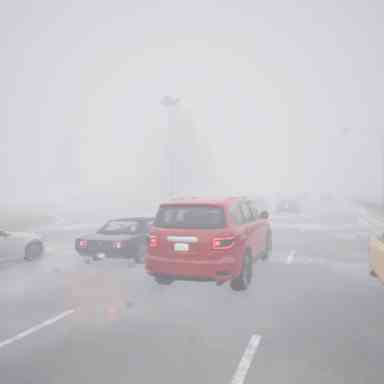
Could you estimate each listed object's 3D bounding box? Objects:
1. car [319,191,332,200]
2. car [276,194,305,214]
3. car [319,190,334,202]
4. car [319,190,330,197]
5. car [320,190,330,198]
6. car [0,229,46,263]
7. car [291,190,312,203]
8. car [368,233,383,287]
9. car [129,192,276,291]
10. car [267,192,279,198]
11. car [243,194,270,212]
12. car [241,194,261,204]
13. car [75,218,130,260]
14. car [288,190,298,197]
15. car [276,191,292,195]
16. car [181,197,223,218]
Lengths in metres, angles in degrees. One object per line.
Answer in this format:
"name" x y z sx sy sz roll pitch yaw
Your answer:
"car" 23.839 0.641 59.498 1.994 1.385 4.181 -1 0 21
"car" 8.587 1.176 29.400 1.994 1.385 4.181 -1 0 21
"car" 20.379 0.777 50.526 1.994 1.385 4.181 -1 0 21
"car" 30.003 0.249 75.488 2.128 1.511 4.902 -1 0 21
"car" 27.003 0.432 67.707 1.837 1.490 4.892 -1 0 21
"car" -6.515 1.597 9.689 1.812 1.442 4.674 -1 0 21
"car" 16.649 0.843 50.300 2.033 1.411 5.357 -1 0 21
"car" 4.684 1.332 6.427 1.882 1.535 5.008 -1 0 21
"car" 0.764 1.142 9.130 2.150 2.045 5.566 -1 1 21
"car" 18.050 0.656 73.664 1.994 1.385 4.181 -1 0 21
"car" 6.733 1.095 34.321 1.882 1.535 5.008 -1 1 21
"car" 8.866 1.014 49.571 2.033 1.411 5.357 -1 0 21
"car" -1.891 1.558 11.951 1.895 1.301 4.718 -1 0 21
"car" 24.338 0.402 80.246 1.882 1.535 5.008 -1 0 21
"car" 15.296 0.633 56.531 2.097 1.767 4.553 -1 0 21
"car" 1.025 1.267 29.242 2.128 1.511 4.902 -1 0 21
